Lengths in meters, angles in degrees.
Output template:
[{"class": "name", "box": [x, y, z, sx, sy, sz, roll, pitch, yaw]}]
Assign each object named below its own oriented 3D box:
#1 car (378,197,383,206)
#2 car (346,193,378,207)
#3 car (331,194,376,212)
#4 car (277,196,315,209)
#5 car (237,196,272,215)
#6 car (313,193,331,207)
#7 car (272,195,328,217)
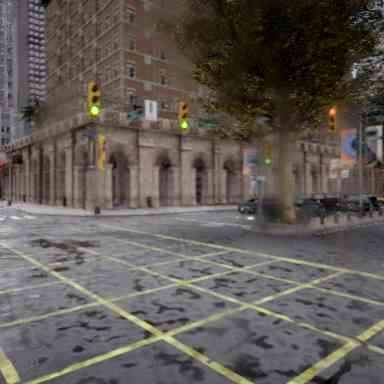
[{"class": "car", "box": [23.976, 0.978, 39.738, 5.008, 1.535, 1.882, -1, 1, -41]}, {"class": "car", "box": [21.684, 0.951, 42.387, 5.008, 1.535, 1.882, -1, 1, -41]}, {"class": "car", "box": [16.169, 1.094, 33.119, 4.892, 1.490, 1.837, -1, 1, -40]}, {"class": "car", "box": [12.056, 1.130, 38.354, 4.718, 1.301, 1.895, -1, 1, -41]}, {"class": "car", "box": [6.001, 1.157, 29.070, 4.892, 1.490, 1.837, -1, 1, -40]}, {"class": "car", "box": [13.732, 0.916, 35.640, 4.553, 1.767, 2.097, -1, 1, -41]}, {"class": "car", "box": [8.717, 1.238, 26.785, 4.181, 1.385, 1.994, -1, 1, -40]}]
